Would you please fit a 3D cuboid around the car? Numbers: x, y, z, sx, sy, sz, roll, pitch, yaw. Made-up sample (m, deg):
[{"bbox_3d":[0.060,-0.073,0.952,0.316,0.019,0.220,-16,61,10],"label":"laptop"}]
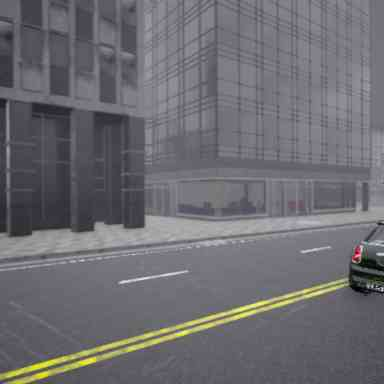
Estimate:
[{"bbox_3d":[5.602,1.360,7.507,4.553,1.767,2.097,0,0,-35],"label":"car"}]
